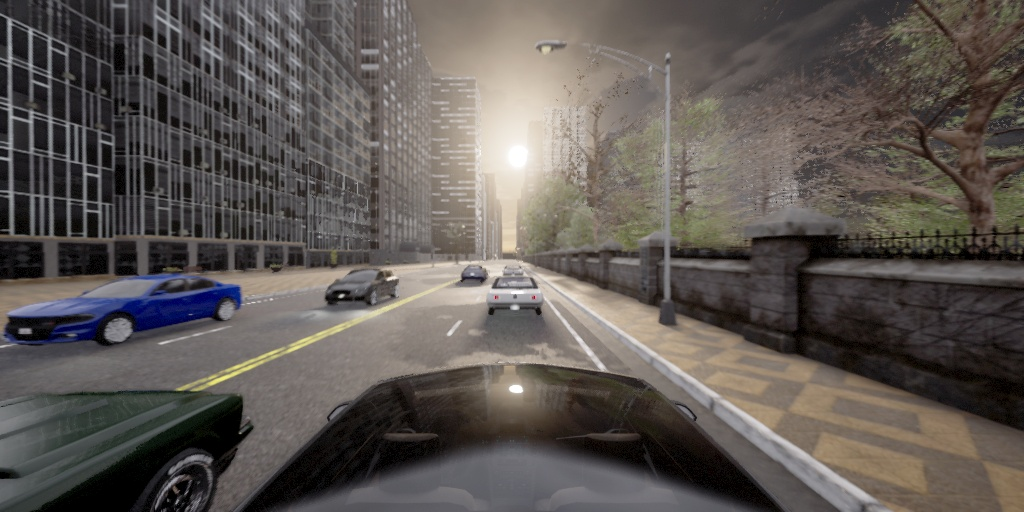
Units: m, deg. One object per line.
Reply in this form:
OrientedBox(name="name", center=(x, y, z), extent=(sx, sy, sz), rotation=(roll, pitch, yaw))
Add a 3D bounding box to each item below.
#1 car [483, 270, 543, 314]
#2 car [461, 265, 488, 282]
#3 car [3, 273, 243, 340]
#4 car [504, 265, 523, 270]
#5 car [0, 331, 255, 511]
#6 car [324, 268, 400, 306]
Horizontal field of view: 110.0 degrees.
OrientedBox(name="car", center=(0.103, 1.400, 13.963), extent=(1.895, 1.301, 4.718), rotation=(0, 0, 0))
OrientedBox(name="car", center=(-3.142, 1.429, 30.549), extent=(1.994, 1.385, 4.181), rotation=(0, 0, 0))
OrientedBox(name="car", center=(-9.829, 1.260, 9.745), extent=(1.882, 1.535, 5.008), rotation=(0, 0, 0))
OrientedBox(name="car", center=(0.109, 1.482, 34.716), extent=(1.895, 1.301, 4.718), rotation=(0, 0, 0))
OrientedBox(name="car", center=(-3.150, 1.348, 0.918), extent=(1.895, 1.301, 4.718), rotation=(0, 0, 0))
OrientedBox(name="car", center=(-6.537, 1.314, 16.214), extent=(1.837, 1.490, 4.892), rotation=(0, -1, 1))
